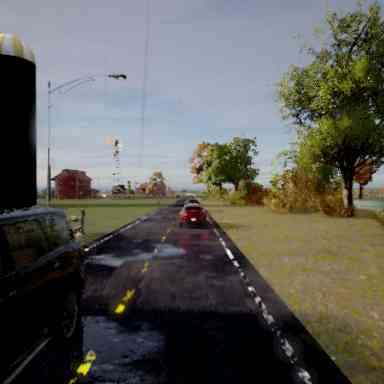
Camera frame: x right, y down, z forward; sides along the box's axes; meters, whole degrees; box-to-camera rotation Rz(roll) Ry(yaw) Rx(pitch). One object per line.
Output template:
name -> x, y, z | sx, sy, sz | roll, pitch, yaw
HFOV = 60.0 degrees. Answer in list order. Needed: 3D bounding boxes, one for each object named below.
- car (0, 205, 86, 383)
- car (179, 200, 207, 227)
car -> -2.845, 1.222, 3.384 | 2.150, 2.045, 5.566 | 0, 0, 0
car -> 0.093, 1.557, 23.176 | 1.812, 1.442, 4.674 | 0, 0, 0
